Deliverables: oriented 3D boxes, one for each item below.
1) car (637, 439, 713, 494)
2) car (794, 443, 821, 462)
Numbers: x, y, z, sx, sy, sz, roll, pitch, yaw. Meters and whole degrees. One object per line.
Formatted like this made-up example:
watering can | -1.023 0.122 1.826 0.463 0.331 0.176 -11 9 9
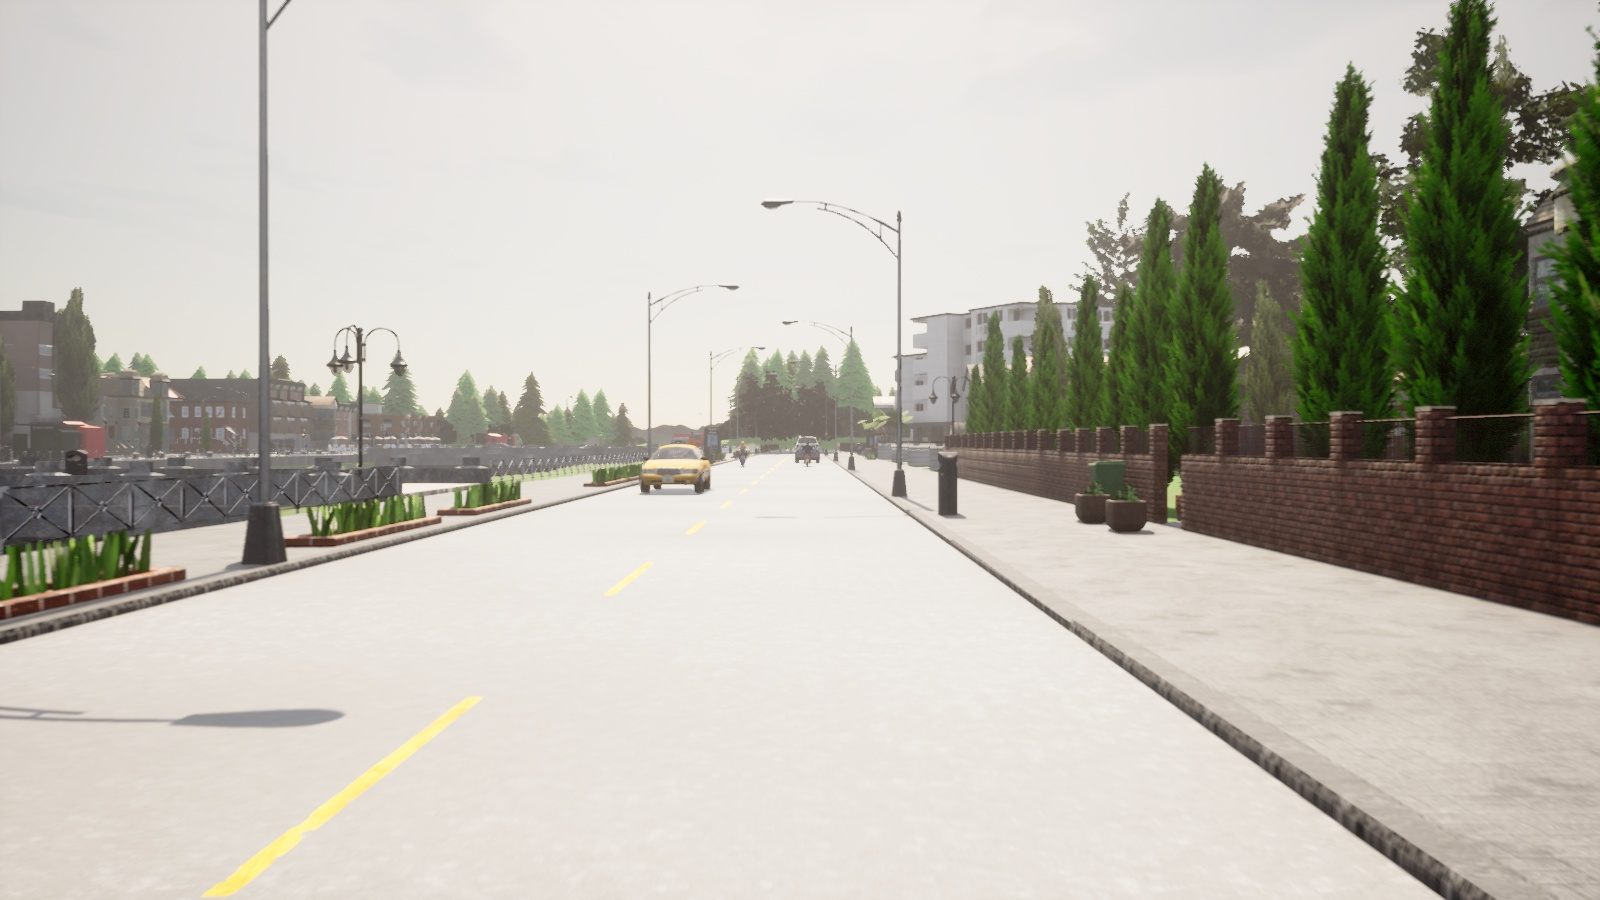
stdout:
car | -3.763 0.465 38.617 1.801 1.575 5.366 0 0 0
car | 0.565 0.175 95.387 1.970 1.475 3.806 0 0 0
